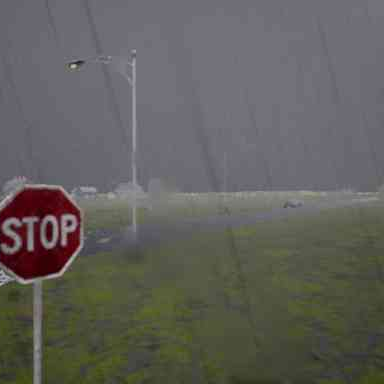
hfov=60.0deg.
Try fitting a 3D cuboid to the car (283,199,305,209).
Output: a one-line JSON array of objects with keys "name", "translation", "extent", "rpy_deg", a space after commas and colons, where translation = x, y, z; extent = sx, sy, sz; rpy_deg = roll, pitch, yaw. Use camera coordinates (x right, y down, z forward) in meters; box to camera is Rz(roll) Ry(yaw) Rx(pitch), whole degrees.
[{"name": "car", "translation": [15.200, 1.702, 49.306], "extent": [2.033, 1.411, 5.357], "rpy_deg": [0, 0, 34]}]
